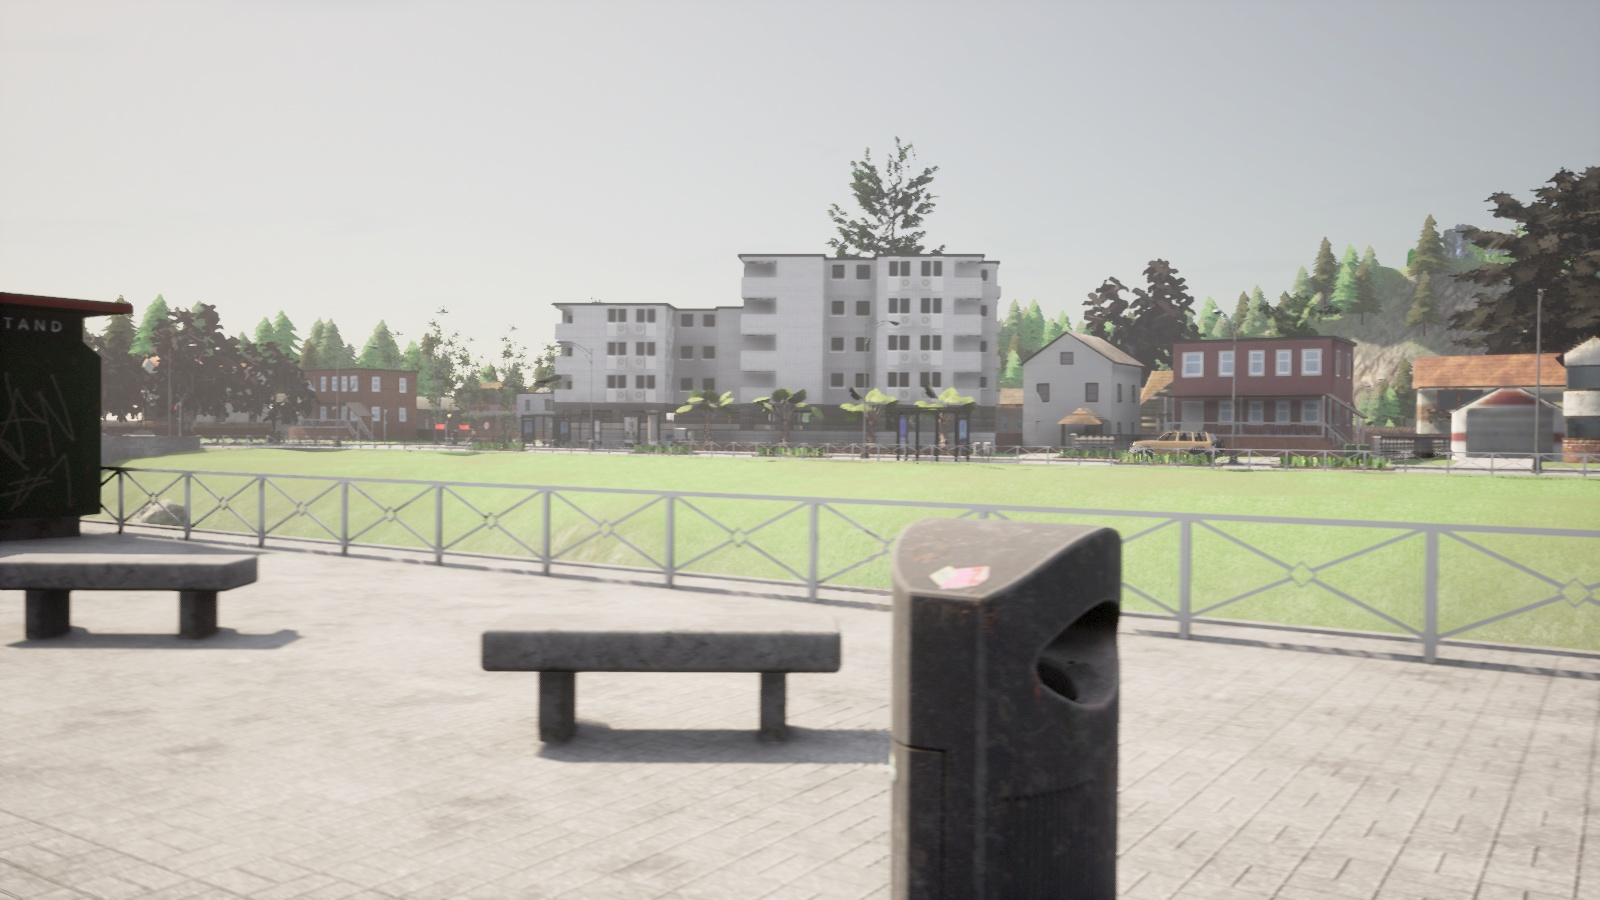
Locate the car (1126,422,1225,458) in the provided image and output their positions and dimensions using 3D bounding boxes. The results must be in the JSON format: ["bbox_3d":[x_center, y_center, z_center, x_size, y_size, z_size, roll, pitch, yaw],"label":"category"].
[{"bbox_3d":[19.518,-0.520,65.321,4.605,1.855,1.932,0,1,34],"label":"car"}]
